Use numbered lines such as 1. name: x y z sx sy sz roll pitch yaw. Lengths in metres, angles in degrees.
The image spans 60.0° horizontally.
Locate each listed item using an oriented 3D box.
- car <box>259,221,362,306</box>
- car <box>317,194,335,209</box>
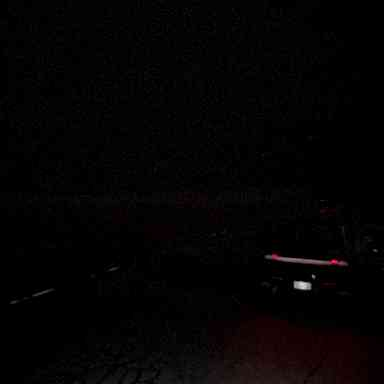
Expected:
1. car: 2.981 1.451 8.125 2.128 1.511 4.902 0 0 25
2. car: 19.426 1.320 48.030 2.150 2.045 5.566 0 0 20
